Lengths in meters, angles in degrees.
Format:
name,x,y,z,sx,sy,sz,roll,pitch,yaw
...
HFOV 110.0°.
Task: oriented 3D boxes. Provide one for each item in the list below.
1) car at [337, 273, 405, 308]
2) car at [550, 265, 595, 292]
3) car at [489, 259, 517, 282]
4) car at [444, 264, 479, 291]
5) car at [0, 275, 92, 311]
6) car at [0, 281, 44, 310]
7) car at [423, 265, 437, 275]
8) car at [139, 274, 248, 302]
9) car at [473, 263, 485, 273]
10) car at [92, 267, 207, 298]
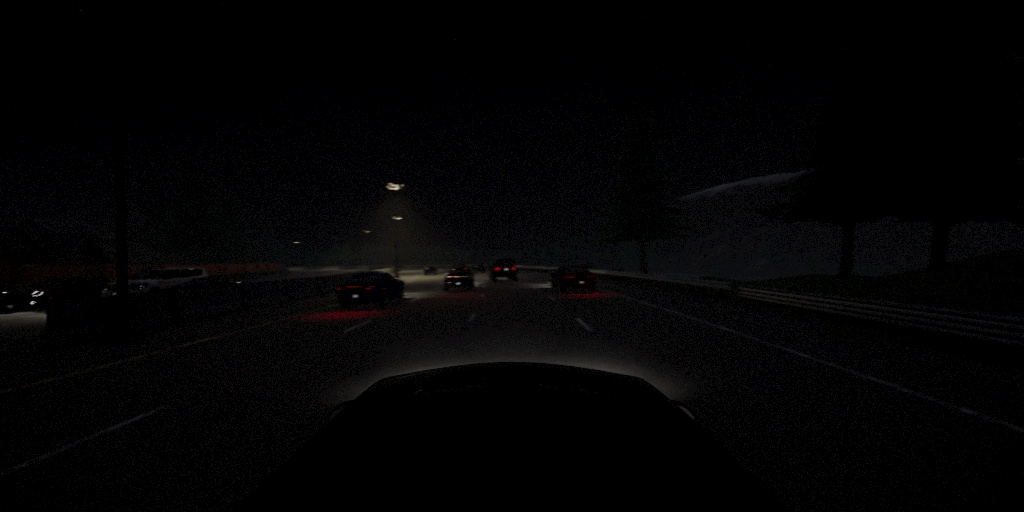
name,x,y,z,sx,sy,sz,roll,pitch,yaw
car,-6.663,1.545,17.459,1.882,1.535,5.008,-1,0,-2
car,3.660,1.320,22.342,1.882,1.535,5.008,-1,0,-4
car,-0.914,1.287,33.637,2.150,2.045,5.566,-1,0,-9
car,-3.619,1.549,25.011,2.128,1.511,4.902,-1,0,-5
car,-24.597,1.908,19.717,2.097,1.767,4.553,-1,-1,-4
car,-28.005,2.160,18.495,1.812,1.442,4.674,-1,-1,-4
car,-12.698,2.065,55.611,2.128,1.511,4.902,-1,-1,-16
car,-17.588,1.929,20.601,2.033,1.411,5.357,-1,-1,-3
car,-5.479,1.878,55.756,2.128,1.511,4.902,-1,-1,-15
car,-21.195,1.709,21.825,2.150,2.045,5.566,-1,-1,-4
